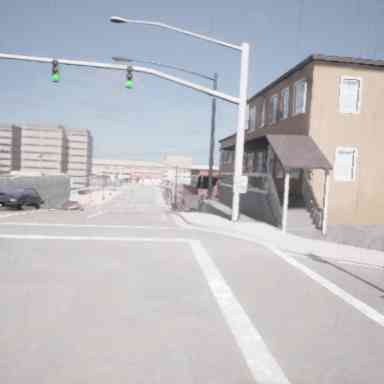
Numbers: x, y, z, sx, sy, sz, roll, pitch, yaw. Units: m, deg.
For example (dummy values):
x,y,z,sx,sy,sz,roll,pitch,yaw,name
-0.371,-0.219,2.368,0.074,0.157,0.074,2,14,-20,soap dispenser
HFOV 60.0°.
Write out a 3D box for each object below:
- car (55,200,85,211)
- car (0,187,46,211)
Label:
x,y,z,sx,sy,sz,roll,pitch,yaw,name
-12.284,1.631,33.904,2.097,1.767,4.553,2,-9,-6,car
-10.714,0.378,20.589,2.033,1.411,5.357,2,-2,-7,car
